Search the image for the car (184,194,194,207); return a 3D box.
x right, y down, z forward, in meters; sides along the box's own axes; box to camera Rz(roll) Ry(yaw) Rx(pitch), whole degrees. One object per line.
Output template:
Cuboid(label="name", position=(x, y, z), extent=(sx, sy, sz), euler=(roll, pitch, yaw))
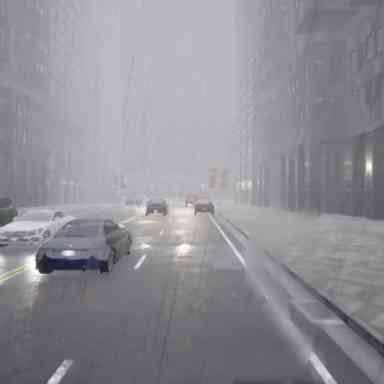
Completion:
Cuboid(label="car", position=(0.004, 1.278, 51.982), extent=(2.150, 2.045, 5.566), euler=(0, 0, 0))

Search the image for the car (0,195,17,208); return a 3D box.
Cuboid(label="car", position=(-9.844, 1.166, 14.751), extent=(2.150, 2.045, 5.566), euler=(0, 0, 0))

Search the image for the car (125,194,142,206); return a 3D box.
Cuboid(label="car", position=(-9.785, 1.332, 56.353), extent=(2.150, 2.045, 5.566), euler=(0, -1, 1))

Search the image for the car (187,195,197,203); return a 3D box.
Cuboid(label="car", position=(0.001, 1.442, 68.565), extent=(2.097, 1.767, 4.553), euler=(0, -1, 0))

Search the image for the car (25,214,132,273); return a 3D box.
Cuboid(label="car", position=(-3.149, 1.524, 10.491), extent=(1.994, 1.385, 4.181), euler=(0, 0, 0))

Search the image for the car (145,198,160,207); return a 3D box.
Cuboid(label="car", position=(-6.547, 1.654, 55.093), extent=(1.994, 1.385, 4.181), euler=(0, -1, 1))

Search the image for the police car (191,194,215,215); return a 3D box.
Cuboid(label="police car", position=(1.137, 1.316, 32.056), extent=(1.930, 1.638, 5.238), euler=(0, 0, 0))

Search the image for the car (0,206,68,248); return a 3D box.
Cuboid(label="car", position=(-6.595, 1.470, 14.655), extent=(1.812, 1.442, 4.674), euler=(0, 0, 0))

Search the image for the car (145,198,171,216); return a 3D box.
Cuboid(label="car", position=(-3.148, 1.394, 31.161), extent=(1.837, 1.490, 4.892), euler=(0, 0, 0))
